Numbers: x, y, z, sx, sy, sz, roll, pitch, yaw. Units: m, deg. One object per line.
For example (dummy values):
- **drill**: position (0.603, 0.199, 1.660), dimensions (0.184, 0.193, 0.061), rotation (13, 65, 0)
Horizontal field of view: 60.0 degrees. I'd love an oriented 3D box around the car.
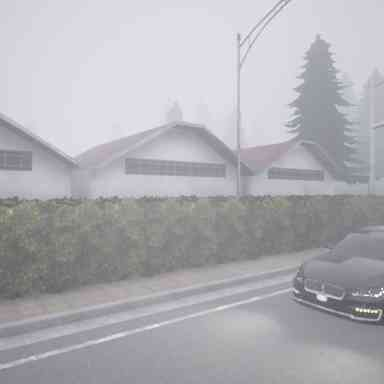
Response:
- **car**: position (4.128, 1.505, 6.897), dimensions (4.892, 1.490, 1.837), rotation (0, 0, -35)
